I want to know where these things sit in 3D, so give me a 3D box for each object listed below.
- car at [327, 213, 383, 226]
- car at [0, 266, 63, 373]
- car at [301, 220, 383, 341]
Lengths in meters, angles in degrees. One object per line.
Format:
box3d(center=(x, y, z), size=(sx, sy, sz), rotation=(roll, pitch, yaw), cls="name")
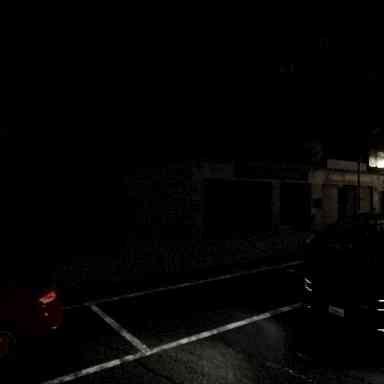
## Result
box3d(center=(5.431, 1.438, 10.624), size=(4.097, 1.590, 1.967), rotation=(0, 1, -35), cls="car")
box3d(center=(-3.808, 1.582, 4.040), size=(4.206, 1.307, 1.802), rotation=(0, 1, -35), cls="car")
box3d(center=(4.150, 1.476, 6.336), size=(5.008, 1.535, 1.882), rotation=(0, 0, -35), cls="car")
